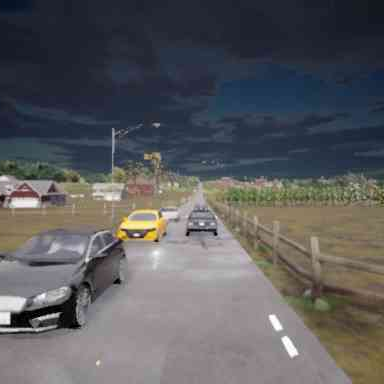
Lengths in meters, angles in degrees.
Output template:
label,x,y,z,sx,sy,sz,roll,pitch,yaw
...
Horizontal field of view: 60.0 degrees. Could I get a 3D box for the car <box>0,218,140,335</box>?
label,x,y,z,sx,sy,sz,roll,pitch,yaw
car,-2.702,1.568,7.186,2.128,1.511,4.902,0,-1,1

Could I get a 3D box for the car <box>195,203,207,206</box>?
label,x,y,z,sx,sy,sz,roll,pitch,yaw
car,1.164,2.104,42.340,2.033,1.411,5.357,0,-1,2

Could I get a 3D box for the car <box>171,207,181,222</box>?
label,x,y,z,sx,sy,sz,roll,pitch,yaw
car,-2.063,1.978,29.914,1.895,1.301,4.718,0,-1,2

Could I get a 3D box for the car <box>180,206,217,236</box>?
label,x,y,z,sx,sy,sz,roll,pitch,yaw
car,0.595,1.813,20.487,2.033,1.411,5.357,0,-1,2

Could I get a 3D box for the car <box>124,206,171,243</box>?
label,x,y,z,sx,sy,sz,roll,pitch,yaw
car,-2.428,1.687,17.469,1.882,1.535,5.008,0,-1,2
